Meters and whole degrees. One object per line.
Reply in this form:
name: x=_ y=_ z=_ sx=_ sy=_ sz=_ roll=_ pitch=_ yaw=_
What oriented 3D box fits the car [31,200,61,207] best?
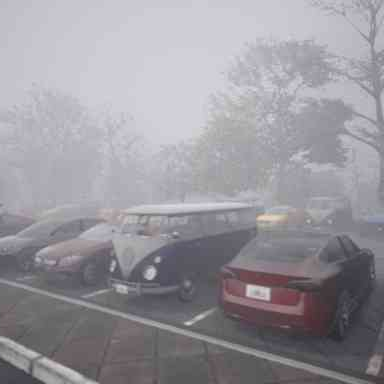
car: x=-12.656 y=1.906 z=33.113 sx=1.946 sy=1.575 sz=5.366 roll=-1 pitch=-1 yaw=35

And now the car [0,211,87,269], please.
car: x=-4.522 y=1.617 z=11.434 sx=2.163 sy=1.488 sz=4.792 roll=-1 pitch=-1 yaw=35

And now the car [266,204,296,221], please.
car: x=5.383 y=1.533 z=20.245 sx=1.946 sy=1.575 sz=5.366 roll=-1 pitch=-1 yaw=35

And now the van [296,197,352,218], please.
van: x=7.672 y=1.263 z=18.695 sx=1.878 sy=1.987 sz=4.442 roll=-1 pitch=-1 yaw=36

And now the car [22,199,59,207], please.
car: x=-14.790 y=1.710 z=34.897 sx=2.435 sy=2.045 sz=5.566 roll=-2 pitch=-1 yaw=36

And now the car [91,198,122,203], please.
car: x=-5.806 y=1.642 z=28.415 sx=2.185 sy=1.767 sz=4.553 roll=-1 pitch=-1 yaw=36

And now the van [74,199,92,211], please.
van: x=-7.976 y=1.588 z=30.145 sx=1.878 sy=1.987 sz=4.442 roll=-1 pitch=-1 yaw=35

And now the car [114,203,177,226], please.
car: x=-3.636 y=1.723 z=26.899 sx=2.097 sy=1.535 sz=5.008 roll=-1 pitch=-1 yaw=35

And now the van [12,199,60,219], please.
van: x=-17.091 y=1.801 z=36.649 sx=1.878 sy=1.987 sz=4.442 roll=-2 pitch=-1 yaw=35

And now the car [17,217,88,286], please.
car: x=-2.243 y=1.581 z=9.848 sx=2.002 sy=1.452 sz=4.674 roll=-1 pitch=-1 yaw=35

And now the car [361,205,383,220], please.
car: x=10.001 y=1.442 z=17.184 sx=2.097 sy=1.535 sz=5.008 roll=-1 pitch=-1 yaw=36

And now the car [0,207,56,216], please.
car: x=-9.021 y=1.680 z=14.687 sx=2.097 sy=1.535 sz=5.008 roll=-1 pitch=-1 yaw=35

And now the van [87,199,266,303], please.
van: x=-0.056 y=1.268 z=8.141 sx=1.878 sy=1.987 sz=4.442 roll=-1 pitch=-1 yaw=35

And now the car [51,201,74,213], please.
car: x=-10.300 y=1.862 z=31.651 sx=2.231 sy=1.521 sz=4.892 roll=-1 pitch=-1 yaw=36

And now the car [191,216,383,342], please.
car: x=2.297 y=1.477 z=6.642 sx=2.163 sy=1.488 sz=4.792 roll=-1 pitch=0 yaw=36

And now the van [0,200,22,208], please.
van: x=-11.219 y=1.501 z=16.392 sx=1.878 sy=1.987 sz=4.442 roll=-1 pitch=-1 yaw=35

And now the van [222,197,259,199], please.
van: x=3.299 y=1.356 z=22.102 sx=1.878 sy=1.987 sz=4.442 roll=-1 pitch=-1 yaw=35
